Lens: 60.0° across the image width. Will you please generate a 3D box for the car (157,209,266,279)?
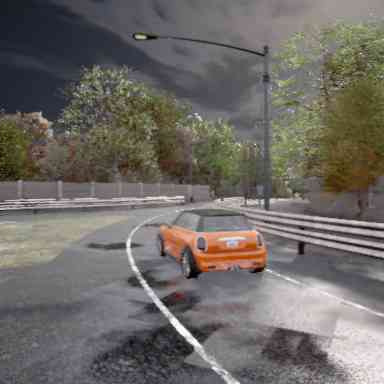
[{"bbox_3d":[0.328,1.287,10.178,2.097,1.767,4.553,0,0,-18],"label":"car"}]
